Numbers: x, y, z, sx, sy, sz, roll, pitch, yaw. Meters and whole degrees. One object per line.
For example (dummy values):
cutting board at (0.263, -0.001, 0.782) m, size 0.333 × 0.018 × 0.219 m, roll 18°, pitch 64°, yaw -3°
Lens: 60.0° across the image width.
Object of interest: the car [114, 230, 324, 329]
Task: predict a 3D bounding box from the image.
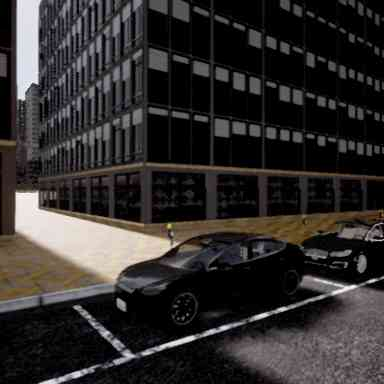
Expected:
car at (0.568, 1.554, 6.958) m, size 4.313 × 1.339 × 1.947 m, roll 0°, pitch 0°, yaw -35°

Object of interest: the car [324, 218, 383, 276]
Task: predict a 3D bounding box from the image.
car at (5.078, 1.522, 10.174) m, size 4.403 × 1.369 × 2.008 m, roll 0°, pitch 0°, yaw -35°
